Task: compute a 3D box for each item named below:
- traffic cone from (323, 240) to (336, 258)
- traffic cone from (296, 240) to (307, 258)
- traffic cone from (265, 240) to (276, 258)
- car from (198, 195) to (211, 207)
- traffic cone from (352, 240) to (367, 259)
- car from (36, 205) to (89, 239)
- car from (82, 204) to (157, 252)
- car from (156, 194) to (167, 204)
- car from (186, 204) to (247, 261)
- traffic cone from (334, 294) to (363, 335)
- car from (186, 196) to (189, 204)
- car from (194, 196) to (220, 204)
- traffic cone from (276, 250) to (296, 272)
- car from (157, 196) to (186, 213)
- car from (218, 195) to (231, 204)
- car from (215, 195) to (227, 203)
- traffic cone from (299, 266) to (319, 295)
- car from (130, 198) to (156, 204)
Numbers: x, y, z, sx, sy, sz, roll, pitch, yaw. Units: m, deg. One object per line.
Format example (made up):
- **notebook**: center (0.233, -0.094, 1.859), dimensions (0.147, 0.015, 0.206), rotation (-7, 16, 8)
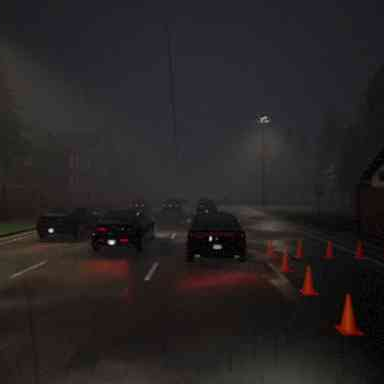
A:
- **traffic cone**: center (4.700, 1.939, 11.339), dimensions (0.340, 0.580, 0.340), rotation (0, 0, 2)
- **traffic cone**: center (3.702, 1.933, 11.367), dimensions (0.340, 0.580, 0.340), rotation (1, 0, 2)
- **traffic cone**: center (2.700, 1.928, 11.393), dimensions (0.340, 0.580, 0.340), rotation (0, 0, 2)
- **car**: center (1.837, 1.306, 49.602), dimensions (1.882, 1.535, 5.008), rotation (0, 0, 2)
- **traffic cone**: center (5.699, 1.944, 11.311), dimensions (0.340, 0.580, 0.340), rotation (0, 0, 2)
- **car**: center (-6.063, 1.411, 16.872), dimensions (1.837, 1.490, 4.892), rotation (0, 0, 2)
- **car**: center (-2.649, 1.440, 13.668), dimensions (1.837, 1.490, 4.892), rotation (0, 0, 2)
- **car**: center (-4.994, 1.121, 55.900), dimensions (2.097, 1.767, 4.553), rotation (0, 0, 2)
- **car**: center (0.810, 1.437, 12.147), dimensions (1.882, 1.535, 5.008), rotation (0, 0, 2)
- **traffic cone**: center (2.536, 1.949, 5.396), dimensions (0.340, 0.580, 0.340), rotation (0, 0, 2)
- **car**: center (-1.447, 1.382, 57.590), dimensions (1.895, 1.301, 4.718), rotation (0, 0, 2)
- **car**: center (1.318, 1.399, 30.681), dimensions (1.837, 1.490, 4.892), rotation (0, 0, 2)
- **traffic cone**: center (2.646, 1.935, 9.394), dimensions (0.340, 0.580, 0.340), rotation (0, 0, 2)
- **car**: center (-2.059, 1.407, 35.241), dimensions (2.033, 1.411, 5.357), rotation (0, 0, 2)
- **car**: center (5.387, 1.332, 55.109), dimensions (1.837, 1.490, 4.892), rotation (0, 0, 2)
- **car**: center (5.672, 1.348, 65.524), dimensions (2.033, 1.411, 5.357), rotation (0, 0, 2)
- **traffic cone**: center (2.591, 1.942, 7.395), dimensions (0.340, 0.580, 0.340), rotation (0, 0, 2)
- **car**: center (-5.536, 1.386, 36.154), dimensions (2.033, 1.411, 5.357), rotation (0, 0, 2)
